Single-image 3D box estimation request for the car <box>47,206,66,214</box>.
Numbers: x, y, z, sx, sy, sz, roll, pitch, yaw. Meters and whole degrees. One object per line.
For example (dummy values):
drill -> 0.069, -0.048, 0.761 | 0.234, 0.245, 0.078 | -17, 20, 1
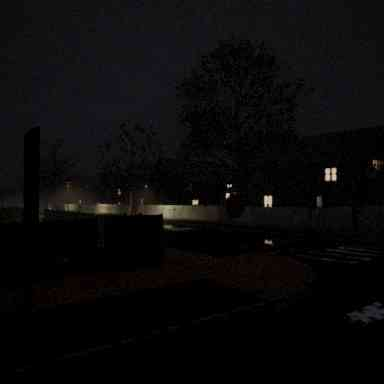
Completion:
car -> -19.100, 2.715, 46.735 | 2.033, 1.411, 5.357 | 1, -2, -35
